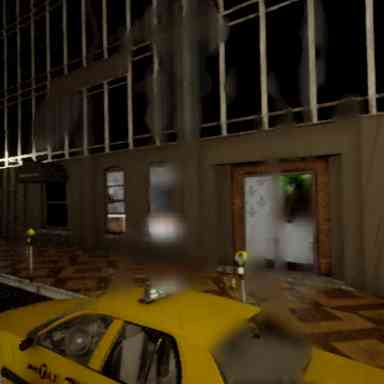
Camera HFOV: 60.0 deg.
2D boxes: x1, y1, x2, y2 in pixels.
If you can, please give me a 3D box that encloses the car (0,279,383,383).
[{"bbox_3d":[-0.508,1.544,3.255,4.829,1.417,1.752,-1,-1,36],"label":"car"}]
